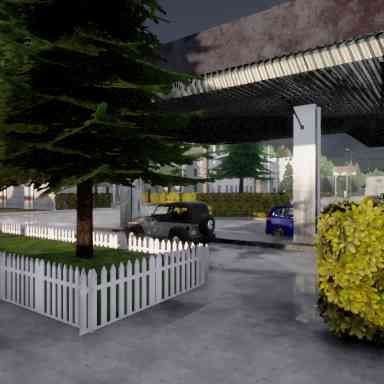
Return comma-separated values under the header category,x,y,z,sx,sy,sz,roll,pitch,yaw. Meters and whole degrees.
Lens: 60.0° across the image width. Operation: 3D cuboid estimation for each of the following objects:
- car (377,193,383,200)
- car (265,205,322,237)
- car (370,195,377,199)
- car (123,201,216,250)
category,x,y,z,sx,sy,sz,roll,pitch,yaw
car,25.852,1.077,43.466,1.905,1.878,3.866,0,0,35
car,5.896,1.480,15.932,4.611,1.667,2.242,0,0,35
car,33.116,1.298,60.206,2.007,1.523,4.514,0,0,35
car,-0.905,1.313,13.783,3.866,1.878,1.905,0,0,35
